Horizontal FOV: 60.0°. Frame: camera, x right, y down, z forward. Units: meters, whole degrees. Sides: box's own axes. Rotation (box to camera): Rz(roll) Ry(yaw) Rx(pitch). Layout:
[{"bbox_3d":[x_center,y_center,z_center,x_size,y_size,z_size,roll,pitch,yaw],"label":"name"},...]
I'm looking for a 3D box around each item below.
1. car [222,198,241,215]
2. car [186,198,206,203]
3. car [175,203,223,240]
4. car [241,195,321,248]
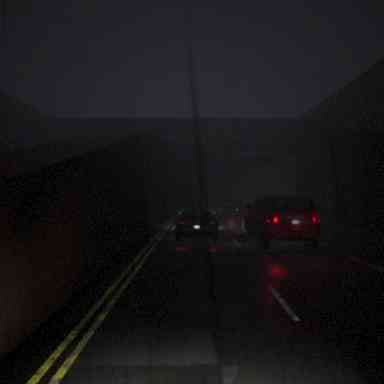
[{"bbox_3d":[3.859,1.297,30.786,2.128,1.511,4.902,0,0,1],"label":"car"},{"bbox_3d":[0.360,1.320,31.859,1.812,1.442,4.674,0,0,0],"label":"car"},{"bbox_3d":[0.230,1.458,16.254,1.994,1.385,4.181,0,0,1],"label":"car"},{"bbox_3d":[3.715,1.133,14.486,2.150,2.045,5.566,0,1,1],"label":"car"}]
